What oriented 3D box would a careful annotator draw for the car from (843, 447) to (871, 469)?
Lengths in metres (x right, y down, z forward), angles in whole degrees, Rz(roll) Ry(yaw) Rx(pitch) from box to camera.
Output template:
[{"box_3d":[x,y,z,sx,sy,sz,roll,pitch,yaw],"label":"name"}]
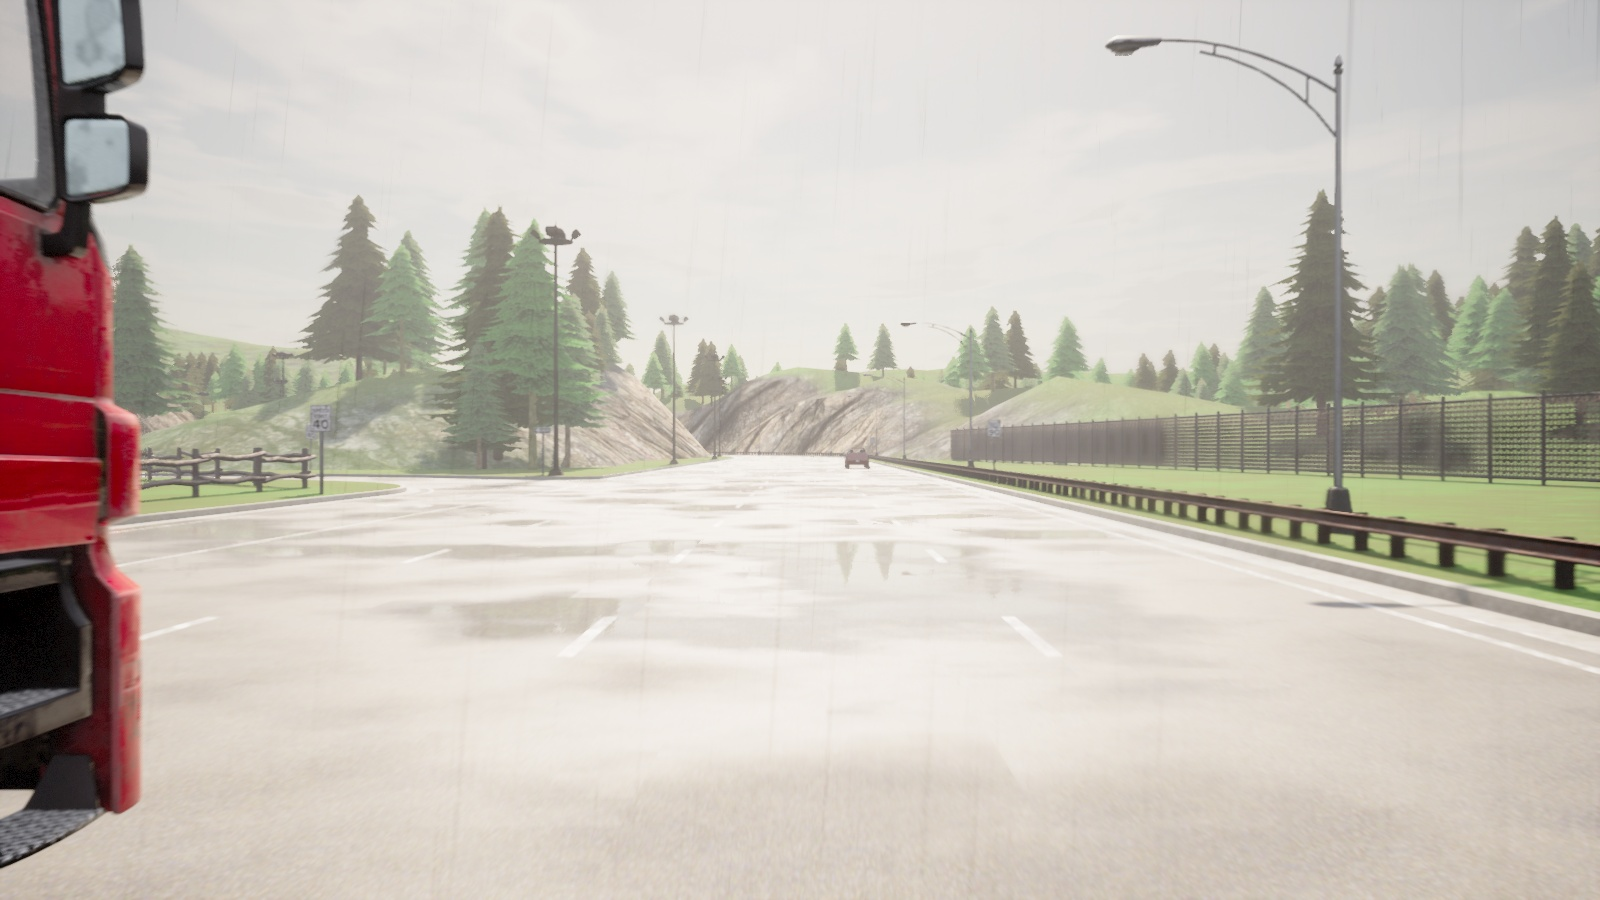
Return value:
[{"box_3d":[4.029,0.568,89.628,1.845,1.501,3.633,0,0,0],"label":"car"}]
